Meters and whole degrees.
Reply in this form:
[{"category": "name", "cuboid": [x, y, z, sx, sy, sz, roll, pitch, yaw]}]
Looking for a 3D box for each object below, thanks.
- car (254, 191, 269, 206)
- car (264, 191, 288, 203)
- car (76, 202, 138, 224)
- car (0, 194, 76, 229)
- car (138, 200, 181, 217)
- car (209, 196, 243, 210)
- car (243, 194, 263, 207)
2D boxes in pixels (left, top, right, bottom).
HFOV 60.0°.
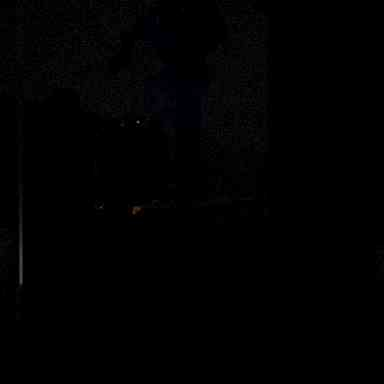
[{"category": "car", "cuboid": [10.115, 0.943, 46.179, 2.192, 1.841, 5.009, -1, 0, 35]}, {"category": "car", "cuboid": [14.429, 0.817, 56.772, 2.150, 2.045, 5.566, -1, 0, 35]}, {"category": "car", "cuboid": [-6.172, 1.384, 22.950, 2.008, 1.369, 4.403, 0, 0, 35]}, {"category": "car", "cuboid": [-10.648, 1.123, 21.178, 2.150, 2.045, 5.566, -1, 0, 35]}, {"category": "car", "cuboid": [-2.817, 1.312, 27.735, 1.752, 1.417, 4.829, 0, 0, 35]}, {"category": "car", "cuboid": [3.601, 1.144, 36.888, 1.967, 1.590, 4.097, 0, 0, 35]}, {"category": "car", "cuboid": [6.859, 1.247, 41.534, 1.802, 1.307, 4.206, -1, 0, 35]}]
